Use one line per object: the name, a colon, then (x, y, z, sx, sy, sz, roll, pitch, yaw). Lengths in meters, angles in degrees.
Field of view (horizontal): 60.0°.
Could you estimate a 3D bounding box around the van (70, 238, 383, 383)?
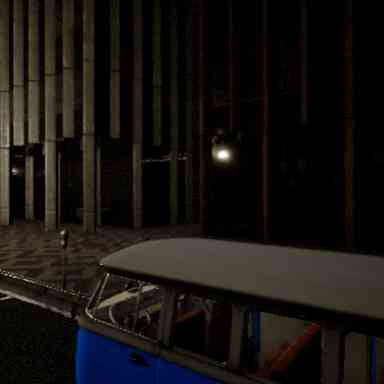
van: (0.812, 1.341, 2.389, 3.998, 1.788, 1.690, 0, 0, 36)
